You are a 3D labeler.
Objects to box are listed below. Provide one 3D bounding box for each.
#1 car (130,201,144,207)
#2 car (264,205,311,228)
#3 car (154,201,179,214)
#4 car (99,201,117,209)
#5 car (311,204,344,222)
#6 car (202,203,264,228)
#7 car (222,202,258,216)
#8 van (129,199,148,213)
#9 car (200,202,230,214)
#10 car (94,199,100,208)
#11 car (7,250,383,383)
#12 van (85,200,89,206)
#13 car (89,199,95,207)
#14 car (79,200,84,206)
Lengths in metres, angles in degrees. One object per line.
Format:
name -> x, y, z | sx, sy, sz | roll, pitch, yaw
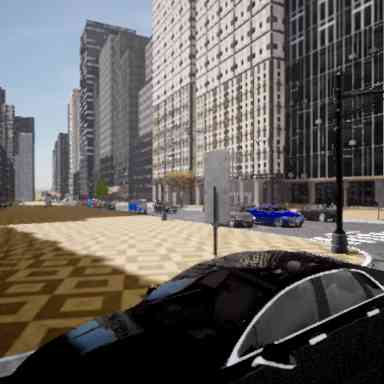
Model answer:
car -> -12.040, 2.571, 72.855 | 1.802, 1.307, 4.206 | -1, 0, -26
car -> 5.786, 1.644, 23.507 | 1.812, 1.442, 4.674 | 0, -1, -26
car -> -3.321, 1.963, 42.052 | 1.837, 1.490, 4.892 | 0, -1, -26
car -> -14.596, 2.361, 59.062 | 2.008, 1.369, 4.403 | -1, 0, -26
car -> 10.297, 1.681, 27.431 | 2.008, 1.369, 4.403 | -1, 0, -26
car -> 2.777, 1.699, 23.732 | 2.008, 1.369, 4.403 | -1, 0, -26
car -> 5.333, 1.881, 37.525 | 1.947, 1.339, 4.313 | -1, 0, -26
van -> -7.156, 1.862, 43.923 | 1.690, 1.788, 3.998 | -1, 0, -26
car -> 2.851, 1.974, 42.572 | 1.947, 1.339, 4.313 | -1, 0, -26
car -> -17.004, 2.430, 63.958 | 1.752, 1.417, 4.829 | -1, 0, -26
car -> 0.669, 1.517, 3.693 | 4.892, 1.490, 1.837 | -1, 0, -35
van -> -22.047, 2.448, 74.205 | 1.690, 1.788, 3.998 | -1, 0, -26
car -> -19.560, 2.552, 69.157 | 1.887, 1.381, 4.507 | -1, 0, -26
car -> -27.005, 2.852, 84.297 | 1.887, 1.381, 4.507 | -1, 0, -26
